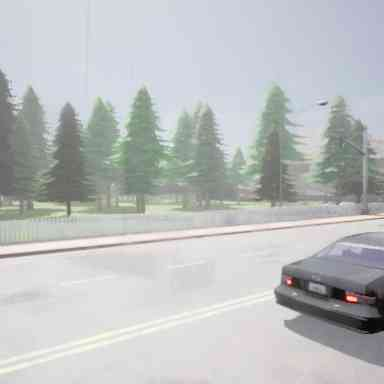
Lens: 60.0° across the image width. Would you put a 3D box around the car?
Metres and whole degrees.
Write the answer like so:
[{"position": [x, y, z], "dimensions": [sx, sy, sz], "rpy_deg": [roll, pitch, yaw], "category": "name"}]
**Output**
[{"position": [3.975, 1.529, 6.597], "dimensions": [5.357, 1.411, 2.033], "rpy_deg": [0, 0, -36], "category": "car"}]
